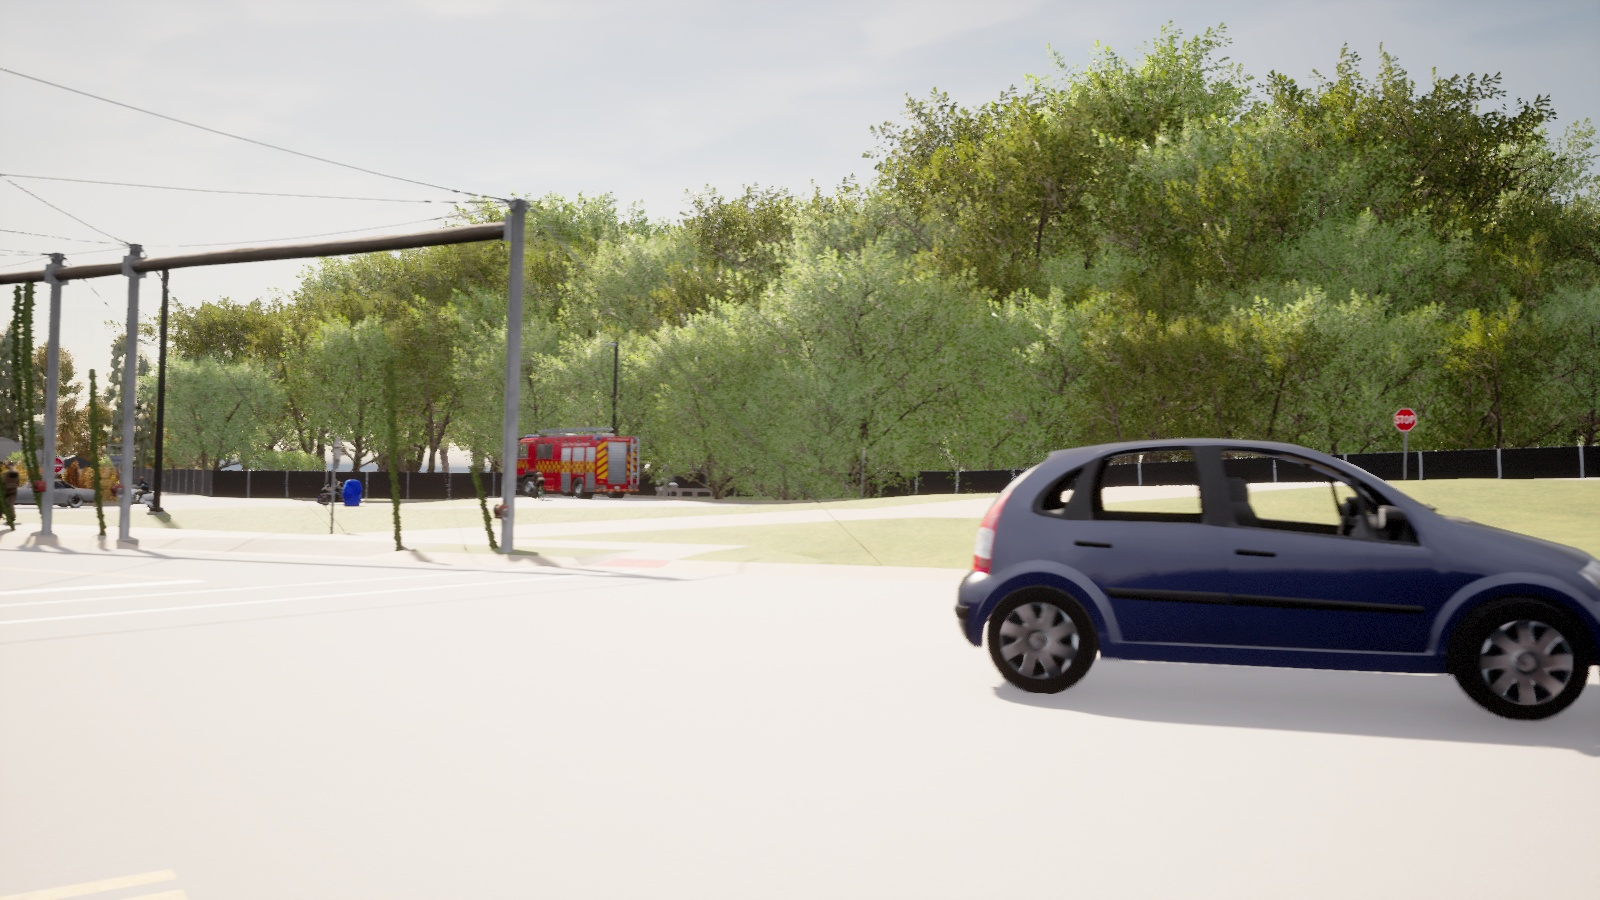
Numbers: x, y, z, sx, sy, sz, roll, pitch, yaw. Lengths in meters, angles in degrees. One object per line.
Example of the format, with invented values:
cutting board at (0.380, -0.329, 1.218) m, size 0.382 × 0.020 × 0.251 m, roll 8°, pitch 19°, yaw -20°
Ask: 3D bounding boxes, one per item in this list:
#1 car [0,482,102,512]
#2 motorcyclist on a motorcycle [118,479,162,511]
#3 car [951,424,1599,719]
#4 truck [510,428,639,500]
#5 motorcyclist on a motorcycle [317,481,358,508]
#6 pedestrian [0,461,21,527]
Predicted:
car at (-34.484, 2.128, 56.774) m, size 1.895 × 1.301 × 4.718 m, roll 0°, pitch -2°, yaw 44°
motorcyclist on a motorcycle at (-33.998, 2.313, 64.712) m, size 0.866 × 1.590 × 1.817 m, roll 0°, pitch -4°, yaw 23°
car at (3.126, 0.671, 8.216) m, size 3.988 × 1.617 × 1.851 m, roll 0°, pitch 0°, yaw 17°
truck at (-12.707, 0.815, 70.169) m, size 2.891 × 3.827 × 8.468 m, roll 1°, pitch -2°, yaw -43°
motorcyclist on a motorcycle at (-26.723, 2.576, 72.534) m, size 2.191 × 1.530 × 0.866 m, roll 0°, pitch -1°, yaw -20°
pedestrian at (-23.481, 1.299, 37.134) m, size 0.692 × 1.930 × 0.396 m, roll 1°, pitch -1°, yaw 31°
